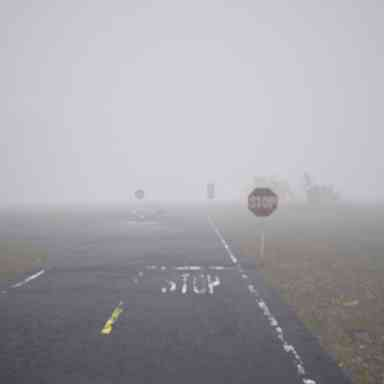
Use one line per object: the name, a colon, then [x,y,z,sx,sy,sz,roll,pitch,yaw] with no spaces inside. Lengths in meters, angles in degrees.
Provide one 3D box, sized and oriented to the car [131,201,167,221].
car: [-3.236,1.451,26.334,1.812,1.442,4.674,0,1,10]
